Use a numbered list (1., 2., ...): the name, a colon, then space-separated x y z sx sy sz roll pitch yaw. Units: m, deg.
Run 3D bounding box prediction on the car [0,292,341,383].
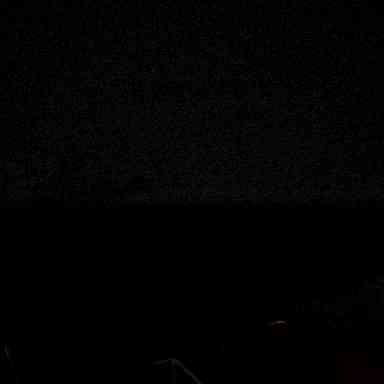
1. car: -1.105 1.600 2.279 4.718 1.301 1.895 0 0 -35
